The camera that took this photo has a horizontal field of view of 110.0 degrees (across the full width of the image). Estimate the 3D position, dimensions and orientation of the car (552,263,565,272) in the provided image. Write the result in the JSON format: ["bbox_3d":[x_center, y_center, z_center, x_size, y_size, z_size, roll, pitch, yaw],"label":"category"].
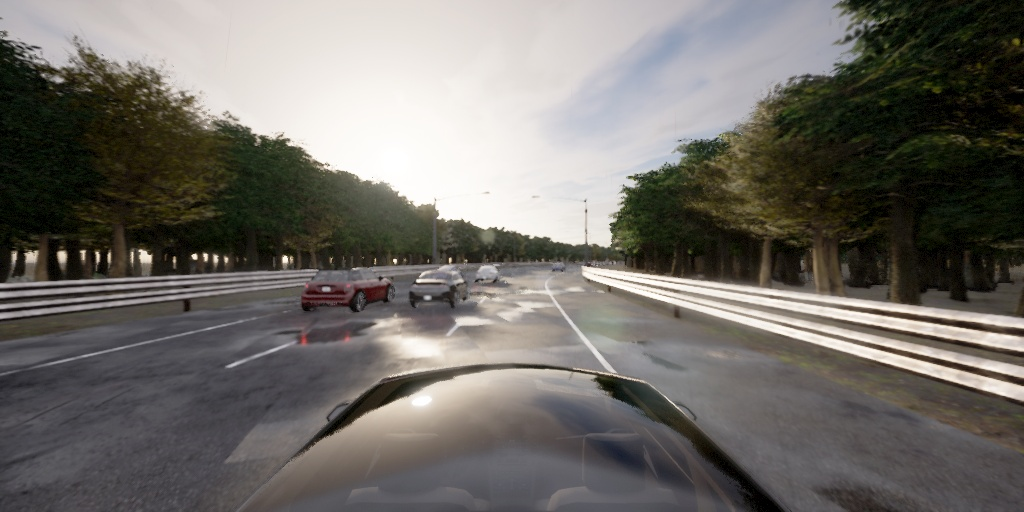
[{"bbox_3d":[8.124,2.069,63.590,2.033,1.411,5.357,0,-1,11],"label":"car"}]

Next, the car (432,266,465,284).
[{"bbox_3d":[-5.666,1.630,32.615,1.812,1.442,4.674,0,-1,4],"label":"car"}]

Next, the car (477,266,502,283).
[{"bbox_3d":[-2.169,1.635,32.617,1.812,1.442,4.674,0,-1,4],"label":"car"}]

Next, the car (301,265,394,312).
[{"bbox_3d":[-6.635,1.241,15.056,2.097,1.767,4.553,0,-1,2],"label":"car"}]

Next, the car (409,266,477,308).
[{"bbox_3d":[-3.104,1.397,15.998,2.128,1.511,4.902,0,-1,2],"label":"car"}]
